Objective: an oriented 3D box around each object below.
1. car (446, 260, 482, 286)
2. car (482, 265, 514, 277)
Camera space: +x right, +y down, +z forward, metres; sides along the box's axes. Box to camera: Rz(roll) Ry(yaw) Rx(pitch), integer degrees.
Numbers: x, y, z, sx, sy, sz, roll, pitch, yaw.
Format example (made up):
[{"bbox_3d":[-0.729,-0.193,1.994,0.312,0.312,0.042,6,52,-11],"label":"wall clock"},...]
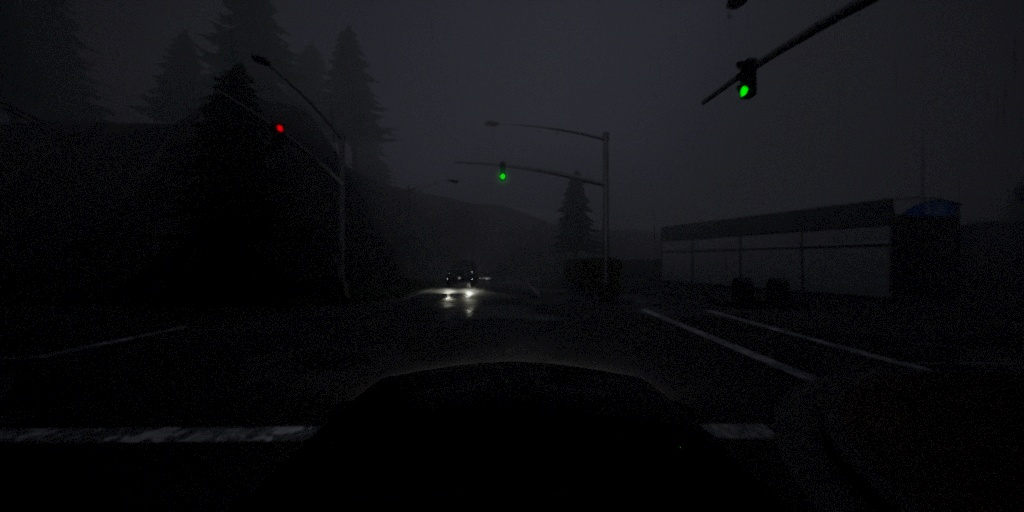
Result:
[{"bbox_3d":[-3.919,1.303,29.142,2.150,2.045,5.566,0,-1,-1],"label":"car"},{"bbox_3d":[-1.899,1.819,43.591,2.033,1.411,5.357,0,-1,36],"label":"car"}]
